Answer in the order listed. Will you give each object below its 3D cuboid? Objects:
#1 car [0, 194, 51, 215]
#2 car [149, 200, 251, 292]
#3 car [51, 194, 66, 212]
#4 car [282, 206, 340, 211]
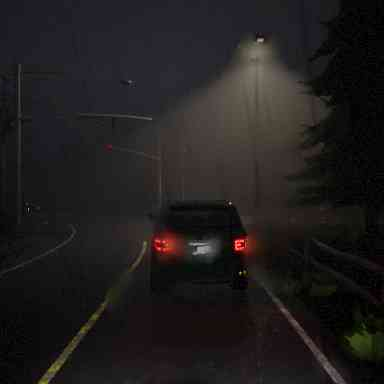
[{"bbox_3d":[-17.568,1.221,34.203,5.566,2.045,2.150,0,0,30],"label":"car"},{"bbox_3d":[0.010,1.221,9.128,2.150,2.045,5.566,0,0,-5],"label":"car"},{"bbox_3d":[-16.918,1.221,38.034,5.566,2.045,2.150,0,0,29],"label":"car"},{"bbox_3d":[10.708,1.628,30.204,4.718,1.301,1.895,0,0,0],"label":"car"}]
